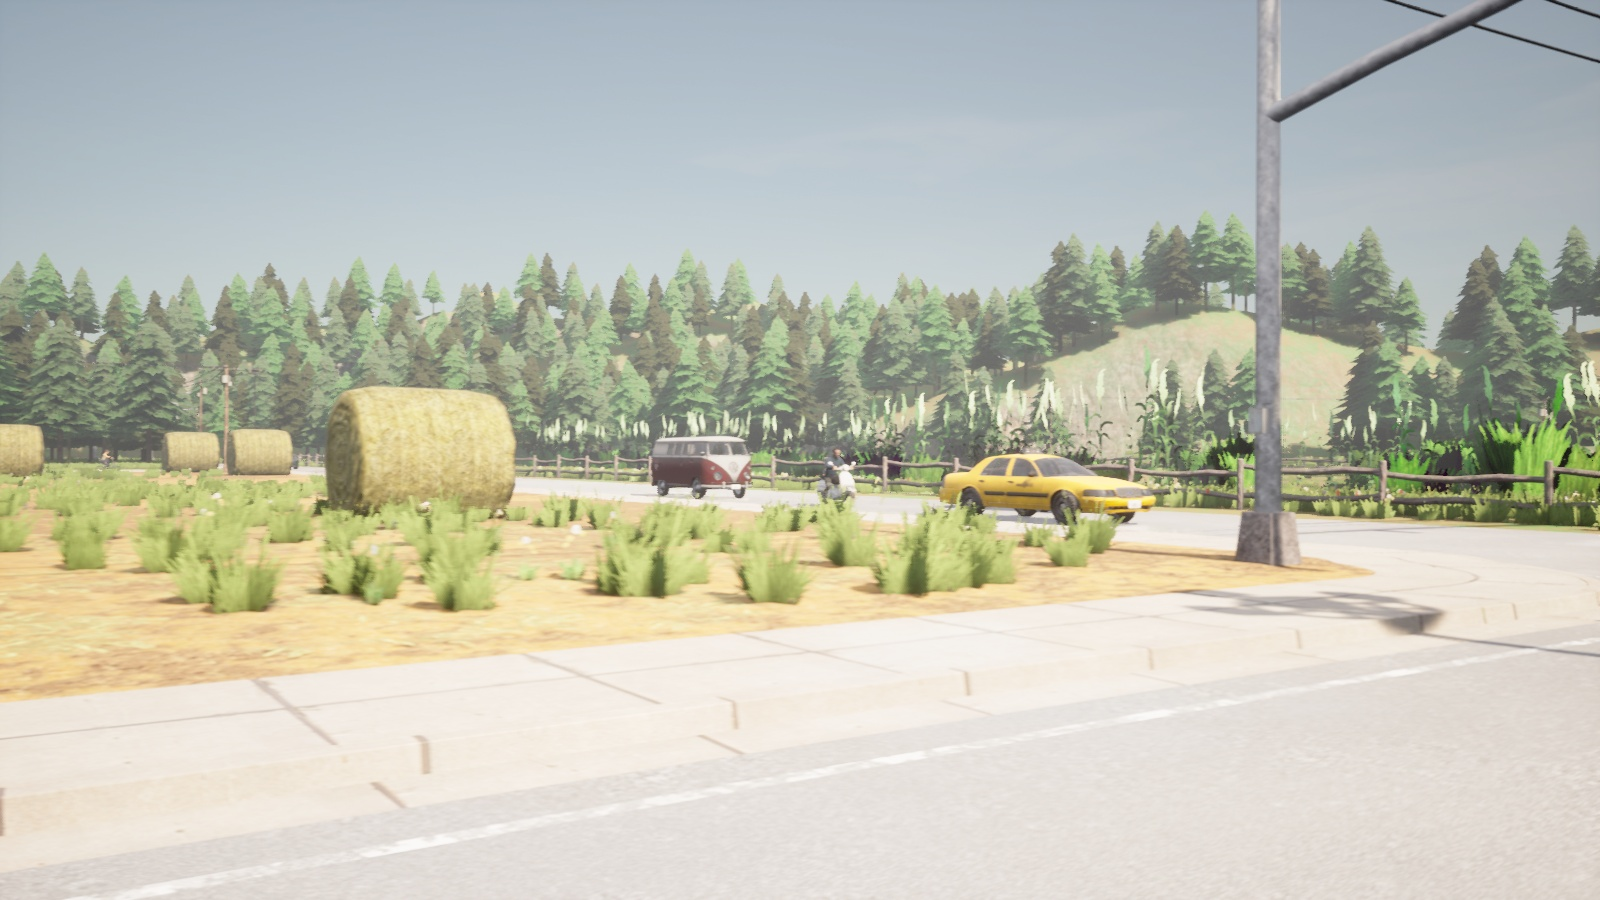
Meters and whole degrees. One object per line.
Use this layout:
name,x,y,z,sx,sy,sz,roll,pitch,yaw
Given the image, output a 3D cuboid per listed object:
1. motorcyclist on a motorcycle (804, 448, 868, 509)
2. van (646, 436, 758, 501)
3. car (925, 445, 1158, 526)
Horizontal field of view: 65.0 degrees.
motorcyclist on a motorcycle,0.966,0.744,33.975,0.866,1.590,1.817,0,0,-32
van,-3.242,0.568,40.720,1.775,1.987,4.442,0,0,-32
car,5.097,0.705,27.343,1.801,1.575,5.366,0,0,-32
